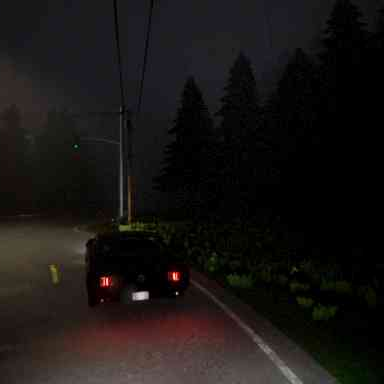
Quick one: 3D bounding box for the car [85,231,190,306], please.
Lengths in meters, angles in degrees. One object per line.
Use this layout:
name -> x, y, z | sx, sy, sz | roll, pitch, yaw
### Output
car -> -1.615, 1.598, 8.148 | 1.895, 1.301, 4.718 | 0, 0, -18
